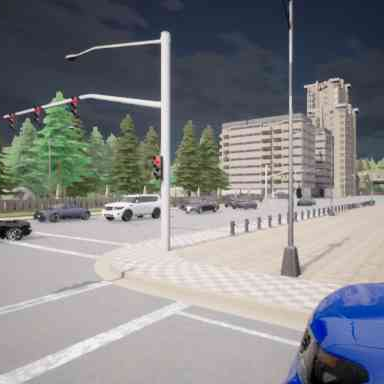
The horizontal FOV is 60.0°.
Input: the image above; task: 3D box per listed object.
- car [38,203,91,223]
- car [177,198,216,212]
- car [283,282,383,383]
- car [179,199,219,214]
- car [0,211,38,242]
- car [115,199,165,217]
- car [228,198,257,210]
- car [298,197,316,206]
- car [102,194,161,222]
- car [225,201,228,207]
[{"bbox_3d":[-9.977,1.562,25.799,1.994,1.385,4.181,0,0,36],"label":"car"},{"bbox_3d":[0.665,1.546,40.714,2.033,1.411,5.357,0,0,36],"label":"car"},{"bbox_3d":[3.316,1.222,1.601,5.566,2.045,2.150,0,0,36],"label":"car"},{"bbox_3d":[1.082,1.490,35.271,2.128,1.511,4.902,0,0,36],"label":"car"},{"bbox_3d":[-9.641,1.600,14.571,4.718,1.301,1.895,0,0,-38],"label":"car"},{"bbox_3d":[-5.012,1.490,32.758,2.128,1.511,4.902,0,0,35],"label":"car"},{"bbox_3d":[6.909,1.563,43.412,1.994,1.385,4.181,0,0,36],"label":"car"},{"bbox_3d":[18.424,1.563,53.222,1.994,1.385,4.181,0,0,35],"label":"car"},{"bbox_3d":[-4.683,1.220,27.192,2.150,2.045,5.566,0,0,35],"label":"car"},{"bbox_3d":[6.491,1.563,48.822,1.994,1.385,4.181,0,0,36],"label":"car"}]
